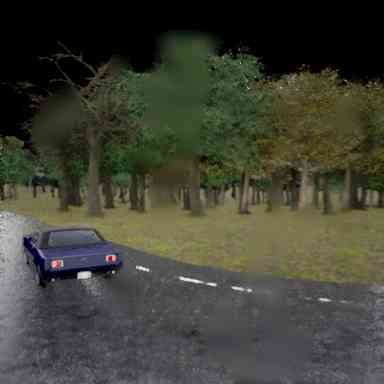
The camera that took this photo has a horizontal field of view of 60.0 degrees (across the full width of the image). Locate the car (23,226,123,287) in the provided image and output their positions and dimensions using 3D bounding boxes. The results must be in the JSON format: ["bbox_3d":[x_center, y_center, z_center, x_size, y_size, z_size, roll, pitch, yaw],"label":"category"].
[{"bbox_3d":[-3.648,1.633,9.555,1.895,1.301,4.718,0,0,-32],"label":"car"}]
